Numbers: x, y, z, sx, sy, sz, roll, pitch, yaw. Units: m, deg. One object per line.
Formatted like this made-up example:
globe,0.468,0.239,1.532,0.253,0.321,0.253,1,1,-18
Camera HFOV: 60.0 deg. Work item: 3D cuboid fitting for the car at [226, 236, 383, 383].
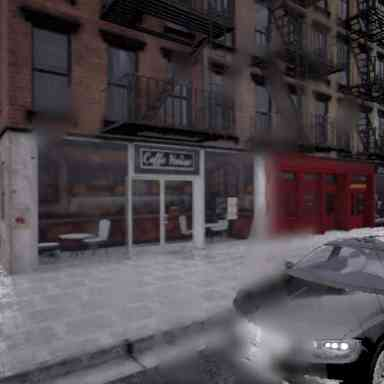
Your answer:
car,2.686,1.488,5.002,4.902,1.511,2.128,0,0,-36
